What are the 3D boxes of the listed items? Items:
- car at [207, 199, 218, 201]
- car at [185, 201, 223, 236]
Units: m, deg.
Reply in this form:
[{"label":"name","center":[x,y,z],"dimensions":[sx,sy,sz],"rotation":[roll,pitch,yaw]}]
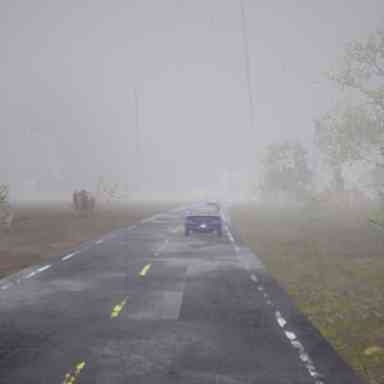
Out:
[{"label":"car","center":[2.414,1.517,39.428],"dimensions":[1.812,1.442,4.674],"rotation":[0,0,6]},{"label":"car","center":[0.669,1.475,18.454],"dimensions":[1.882,1.535,5.008],"rotation":[0,0,3]}]
